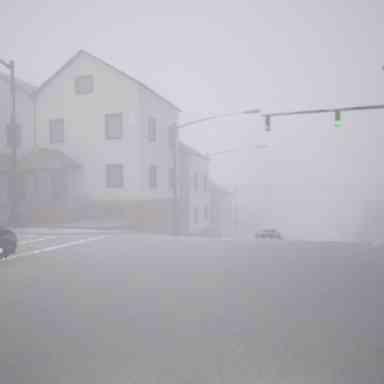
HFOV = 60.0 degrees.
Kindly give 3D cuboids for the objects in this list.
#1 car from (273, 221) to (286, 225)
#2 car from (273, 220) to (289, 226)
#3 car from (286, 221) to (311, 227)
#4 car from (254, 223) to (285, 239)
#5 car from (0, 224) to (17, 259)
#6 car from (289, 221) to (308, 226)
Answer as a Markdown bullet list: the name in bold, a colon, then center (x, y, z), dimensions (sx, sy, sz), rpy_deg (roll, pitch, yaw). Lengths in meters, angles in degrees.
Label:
- **car**: center (24.669, 8.792, 92.114), dimensions (2.038, 1.542, 4.974), rpy_deg (-1, 0, -28)
- **car**: center (24.642, 8.635, 92.159), dimensions (1.853, 1.218, 4.536), rpy_deg (-1, 0, -28)
- **car**: center (29.039, 8.720, 90.655), dimensions (4.974, 1.542, 2.038), rpy_deg (-1, 0, -18)
- **car**: center (6.003, 3.556, 25.881), dimensions (1.994, 1.385, 4.181), rpy_deg (-2, -13, 18)
- **car**: center (-8.217, 1.619, 11.453), dimensions (4.892, 1.490, 1.837), rpy_deg (-1, -2, 25)
- **car**: center (29.086, 8.561, 90.670), dimensions (4.536, 1.218, 1.853), rpy_deg (-1, 0, -18)
